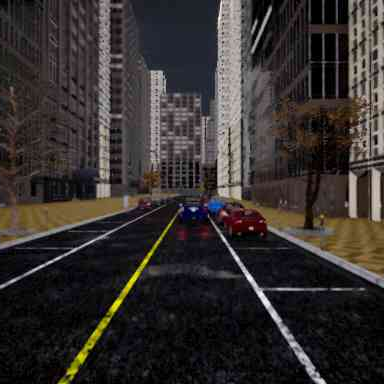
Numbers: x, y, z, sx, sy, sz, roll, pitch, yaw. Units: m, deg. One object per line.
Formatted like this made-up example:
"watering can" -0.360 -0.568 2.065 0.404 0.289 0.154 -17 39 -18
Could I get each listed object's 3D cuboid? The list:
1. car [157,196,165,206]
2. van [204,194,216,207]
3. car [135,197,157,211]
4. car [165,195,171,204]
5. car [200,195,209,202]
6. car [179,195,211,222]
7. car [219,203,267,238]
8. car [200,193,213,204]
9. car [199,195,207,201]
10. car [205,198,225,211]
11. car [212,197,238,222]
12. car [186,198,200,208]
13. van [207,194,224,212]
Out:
"car" -5.678 1.467 51.190 2.008 1.369 4.403 1 0 0
"van" 2.704 1.257 51.215 1.690 1.788 3.998 1 0 0
"car" -5.678 1.377 39.905 1.967 1.590 4.097 1 0 0
"car" -5.678 1.446 62.475 2.008 1.369 4.403 1 0 0
"car" 2.703 1.455 73.781 1.802 1.307 4.206 1 0 0
"car" 0.103 1.312 25.866 2.097 1.767 4.553 0 0 0
"car" 2.699 1.518 17.367 1.887 1.381 4.507 0 0 0
"car" 2.706 1.210 62.498 2.192 1.841 5.009 1 0 0
"car" 2.705 1.387 79.592 1.752 1.417 4.829 1 0 0
"car" 2.701 1.487 39.932 2.008 1.369 4.403 1 0 0
"car" 2.701 1.404 23.008 1.967 1.590 4.097 0 0 0
"car" 0.105 1.525 46.484 1.895 1.301 4.718 0 0 0
"van" 2.702 1.287 34.290 1.690 1.788 3.998 1 0 0
